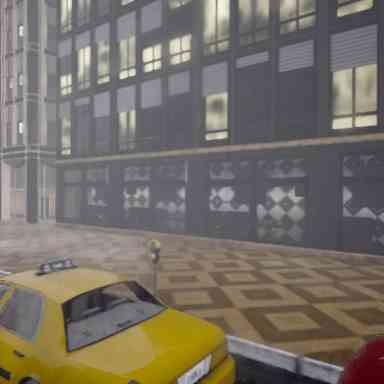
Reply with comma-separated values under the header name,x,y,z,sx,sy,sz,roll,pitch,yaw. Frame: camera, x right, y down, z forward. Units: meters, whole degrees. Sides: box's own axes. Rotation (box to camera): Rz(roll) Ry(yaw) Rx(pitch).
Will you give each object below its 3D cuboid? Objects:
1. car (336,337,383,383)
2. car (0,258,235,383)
name,x,y,z,sx,sy,sz,roll,pitch,yaw
car,2.920,1.316,0.784,5.009,1.841,2.192,0,0,36
car,-1.856,1.523,4.192,4.829,1.417,1.752,0,0,36
